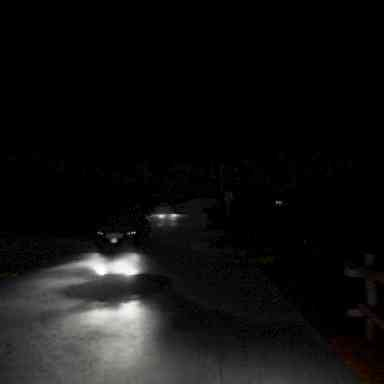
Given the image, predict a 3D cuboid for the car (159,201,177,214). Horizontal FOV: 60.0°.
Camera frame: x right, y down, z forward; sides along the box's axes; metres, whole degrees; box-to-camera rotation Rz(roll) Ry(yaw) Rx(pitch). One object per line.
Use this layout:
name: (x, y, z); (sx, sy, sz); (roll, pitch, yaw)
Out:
car: (-2.948, 1.907, 41.052); (1.837, 1.490, 4.892); (0, -1, 0)

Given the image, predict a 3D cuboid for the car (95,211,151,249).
car: (-3.044, 1.655, 15.461); (2.128, 1.511, 4.902); (0, -1, 0)
